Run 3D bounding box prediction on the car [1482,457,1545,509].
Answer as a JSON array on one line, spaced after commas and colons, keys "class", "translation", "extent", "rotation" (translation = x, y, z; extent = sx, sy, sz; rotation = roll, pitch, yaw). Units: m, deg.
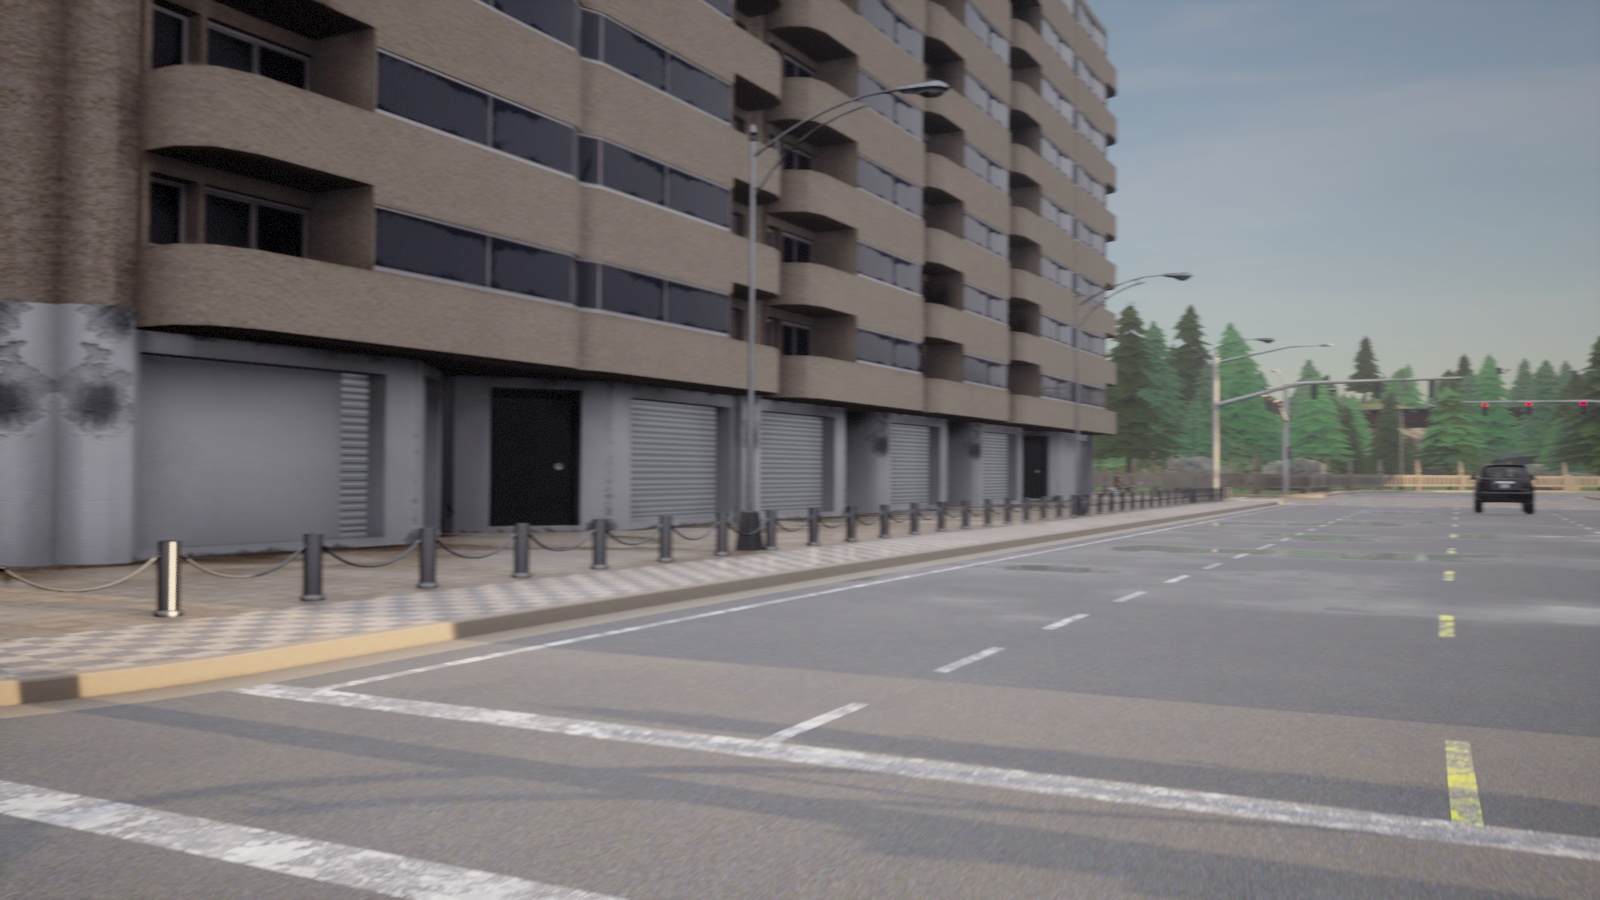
[{"class": "car", "translation": [29.930, 1.367, 52.808], "extent": [2.150, 2.045, 5.566], "rotation": [-1, -1, 28]}]
